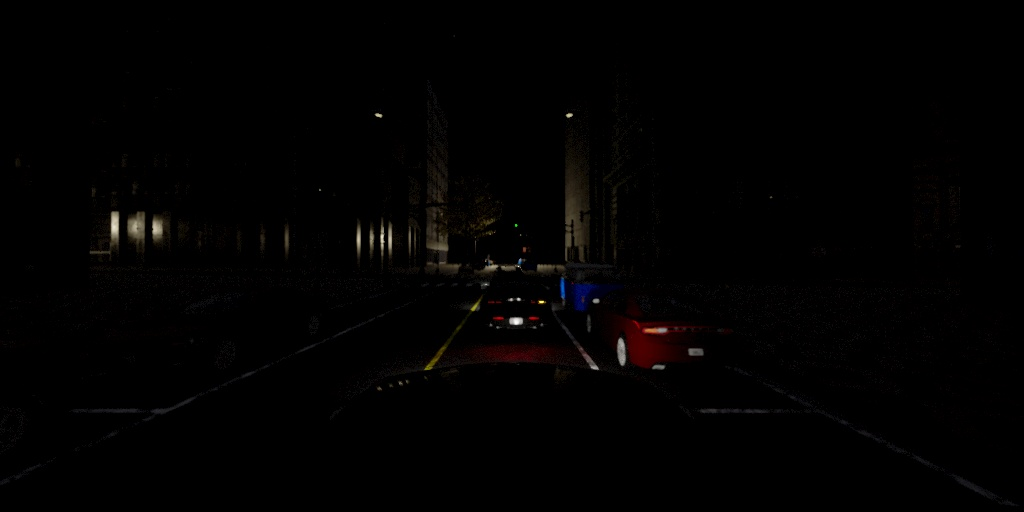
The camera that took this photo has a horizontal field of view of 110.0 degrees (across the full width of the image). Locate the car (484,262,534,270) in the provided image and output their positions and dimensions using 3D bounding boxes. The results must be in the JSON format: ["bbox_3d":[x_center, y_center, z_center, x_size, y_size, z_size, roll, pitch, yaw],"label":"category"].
[{"bbox_3d":[-0.331,1.352,22.305,2.128,1.511,4.902,0,0,-8],"label":"car"}]

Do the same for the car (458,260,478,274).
[{"bbox_3d":[-5.807,1.523,45.568,1.751,1.417,4.829,0,0,0],"label":"car"}]

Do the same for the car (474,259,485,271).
[{"bbox_3d":[-5.810,1.606,56.318,1.888,1.381,4.507,0,0,0],"label":"car"}]

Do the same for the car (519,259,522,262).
[{"bbox_3d":[2.710,1.641,61.969,1.888,1.381,4.507,0,0,0],"label":"car"}]

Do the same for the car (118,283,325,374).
[{"bbox_3d":[-5.783,1.326,7.646,1.888,1.381,4.507,0,0,0],"label":"car"}]

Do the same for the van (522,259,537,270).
[{"bbox_3d":[2.720,1.370,51.143,1.690,1.789,3.998,0,0,0],"label":"van"}]

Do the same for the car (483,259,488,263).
[{"bbox_3d":[-5.815,1.409,61.607,2.192,1.841,5.009,0,0,0],"label":"car"}]

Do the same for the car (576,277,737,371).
[{"bbox_3d":[2.772,1.326,7.635,1.888,1.381,4.507,0,0,0],"label":"car"}]

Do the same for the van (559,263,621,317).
[{"bbox_3d":[2.768,1.151,13.160,1.690,1.789,3.998,0,0,0],"label":"van"}]

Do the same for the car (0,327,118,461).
[{"bbox_3d":[-5.777,1.297,2.120,1.888,1.381,4.507,0,0,0],"label":"car"}]

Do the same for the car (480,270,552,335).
[{"bbox_3d":[0.095,1.300,10.728,1.837,1.490,4.892,0,-1,0],"label":"car"}]
